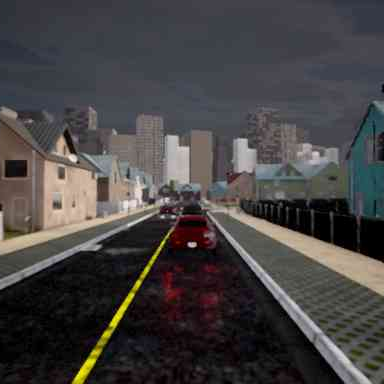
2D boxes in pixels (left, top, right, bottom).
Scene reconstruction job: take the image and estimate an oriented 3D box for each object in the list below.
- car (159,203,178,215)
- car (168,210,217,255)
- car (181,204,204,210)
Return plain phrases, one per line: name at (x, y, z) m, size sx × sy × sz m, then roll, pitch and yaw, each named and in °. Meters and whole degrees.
car at (-2.760, 2.014, 39.562) m, size 1.994 × 1.385 × 4.181 m, roll 0°, pitch -1°, yaw 0°
car at (0.031, 1.682, 13.875) m, size 1.812 × 1.442 × 4.674 m, roll 0°, pitch 0°, yaw 1°
car at (0.038, 1.808, 29.197) m, size 1.882 × 1.535 × 5.008 m, roll 0°, pitch -1°, yaw 1°
